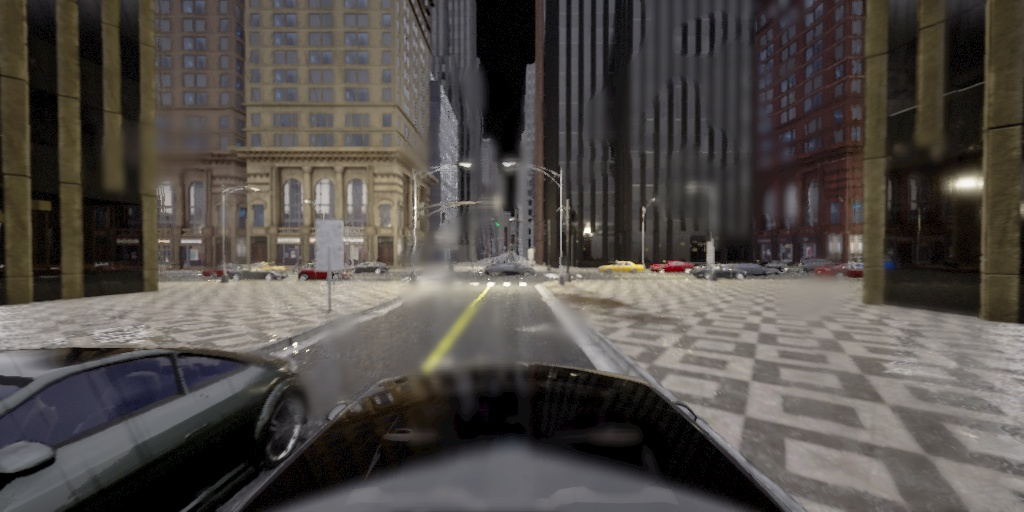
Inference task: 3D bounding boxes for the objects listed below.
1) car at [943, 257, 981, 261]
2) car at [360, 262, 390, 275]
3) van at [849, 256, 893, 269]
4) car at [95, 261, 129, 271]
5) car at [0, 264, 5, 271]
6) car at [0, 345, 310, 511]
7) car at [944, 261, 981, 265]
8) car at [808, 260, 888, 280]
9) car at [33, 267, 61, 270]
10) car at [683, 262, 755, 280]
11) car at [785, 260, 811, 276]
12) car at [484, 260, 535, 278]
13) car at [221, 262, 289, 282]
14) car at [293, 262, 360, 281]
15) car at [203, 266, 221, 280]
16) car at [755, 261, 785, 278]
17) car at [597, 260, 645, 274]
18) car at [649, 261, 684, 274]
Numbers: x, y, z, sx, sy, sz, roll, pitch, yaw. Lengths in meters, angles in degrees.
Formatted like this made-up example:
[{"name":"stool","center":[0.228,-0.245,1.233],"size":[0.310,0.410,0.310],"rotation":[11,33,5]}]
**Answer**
[{"name":"car","center":[46.746,1.130,35.720],"size":[4.902,1.511,2.128],"rotation":[0,1,0]},{"name":"car","center":[-15.311,1.280,38.319],"size":[4.403,1.370,2.007],"rotation":[0,0,0]},{"name":"van","center":[38.280,0.936,38.469],"size":[3.998,1.789,1.690],"rotation":[0,0,0]},{"name":"car","center":[-43.653,1.313,38.240],"size":[4.097,1.591,1.967],"rotation":[0,0,0]},{"name":"car","center":[-43.658,1.443,29.716],"size":[4.097,1.591,1.967],"rotation":[0,0,0]},{"name":"car","center":[-3.097,1.314,2.029],"size":[1.994,1.385,4.181],"rotation":[0,0,0]},{"name":"car","center":[38.770,1.307,29.947],"size":[4.207,1.307,1.802],"rotation":[0,0,0]},{"name":"car","center":[27.972,1.286,29.916],"size":[4.507,1.381,1.888],"rotation":[0,0,0]},{"name":"car","center":[-37.991,1.549,29.731],"size":[4.207,1.307,1.802],"rotation":[0,0,0]},{"name":"car","center":[17.174,1.313,29.886],"size":[4.403,1.370,2.007],"rotation":[0,0,0]},{"name":"car","center":[29.777,1.141,35.762],"size":[4.902,1.511,2.128],"rotation":[0,1,0]},{"name":"car","center":[-0.222,1.292,32.601],"size":[4.674,1.442,1.812],"rotation":[0,0,0]},{"name":"car","center":[-20.986,1.431,29.779],"size":[4.403,1.370,2.007],"rotation":[0,0,0]},{"name":"car","center":[-15.317,1.299,29.794],"size":[4.097,1.591,1.967],"rotation":[0,0,0]},{"name":"car","center":[-24.978,1.458,32.521],"size":[4.718,1.301,1.895],"rotation":[0,1,0]},{"name":"car","center":[21.223,1.259,32.650],"size":[5.357,1.411,2.033],"rotation":[0,1,0]},{"name":"car","center":[11.609,1.171,38.394],"size":[4.829,1.417,1.751],"rotation":[0,0,0]},{"name":"car","center":[17.079,1.178,38.410],"size":[4.507,1.381,1.888],"rotation":[0,0,0]}]
